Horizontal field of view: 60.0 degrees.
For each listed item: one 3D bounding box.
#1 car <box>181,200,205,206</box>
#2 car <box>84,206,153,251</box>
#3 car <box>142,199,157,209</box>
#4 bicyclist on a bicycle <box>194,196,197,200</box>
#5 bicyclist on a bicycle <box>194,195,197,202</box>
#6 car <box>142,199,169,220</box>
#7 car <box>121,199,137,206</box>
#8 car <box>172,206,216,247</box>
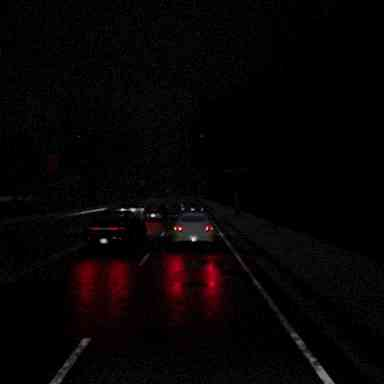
[{"bbox_3d":[0.071,1.493,29.243,2.097,1.767,4.553,0,0,0],"label":"car"},{"bbox_3d":[-3.180,1.563,14.461,2.128,1.511,4.902,0,0,0],"label":"car"},{"bbox_3d":[-6.573,1.783,51.980,1.812,1.442,4.674,0,0,0],"label":"car"},{"bbox_3d":[0.900,1.798,81.783,0.659,1.776,1.843,0,0,0],"label":"bicyclist on a bicycle"},{"bbox_3d":[0.901,1.849,90.785,0.659,1.776,1.843,0,0,0],"label":"bicyclist on a bicycle"},{"bbox_3d":[-3.178,1.651,29.645,1.837,1.490,4.892,0,0,0],"label":"car"},{"bbox_3d":[-9.823,1.782,51.979,1.812,1.442,4.674,0,0,0],"label":"car"},{"bbox_3d":[0.073,1.600,15.191,1.812,1.442,4.674,0,0,0],"label":"car"}]
